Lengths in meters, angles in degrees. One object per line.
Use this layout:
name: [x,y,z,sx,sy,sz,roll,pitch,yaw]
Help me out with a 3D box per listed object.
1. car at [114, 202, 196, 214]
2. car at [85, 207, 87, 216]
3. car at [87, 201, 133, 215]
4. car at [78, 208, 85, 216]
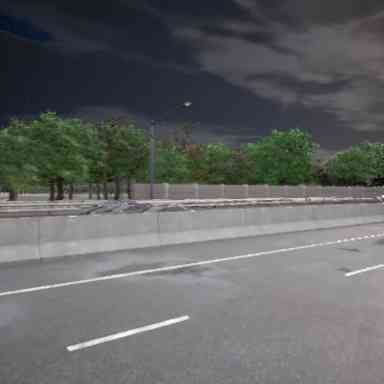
car: [-1.819,1.511,19.904,4.892,1.490,1.837,1,0,-36]
car: [-5.366,1.499,25.973,4.902,1.511,2.128,0,0,-35]
car: [-4.212,1.512,22.494,4.892,1.490,1.837,1,0,-36]
car: [-7.445,1.533,28.792,4.674,1.442,1.812,0,0,-35]
